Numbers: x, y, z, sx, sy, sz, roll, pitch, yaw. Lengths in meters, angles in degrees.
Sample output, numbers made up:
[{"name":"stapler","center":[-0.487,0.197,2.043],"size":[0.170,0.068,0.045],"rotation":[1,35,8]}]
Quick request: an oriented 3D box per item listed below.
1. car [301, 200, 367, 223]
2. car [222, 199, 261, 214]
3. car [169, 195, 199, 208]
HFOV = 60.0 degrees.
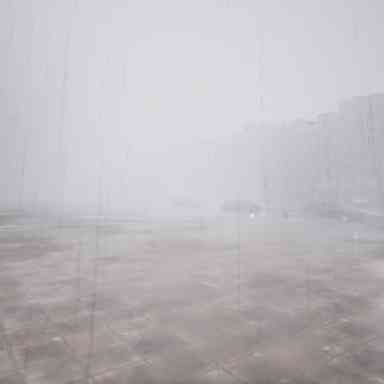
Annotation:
[{"name":"car","center":[10.638,1.426,25.247],"size":[1.837,1.490,4.892],"rotation":[-2,2,-35]},{"name":"car","center":[4.897,1.376,33.367],"size":[1.994,1.385,4.181],"rotation":[-2,2,-36]},{"name":"car","center":[-1.016,1.188,41.751],"size":[2.128,1.511,4.902],"rotation":[-2,2,-35]}]
